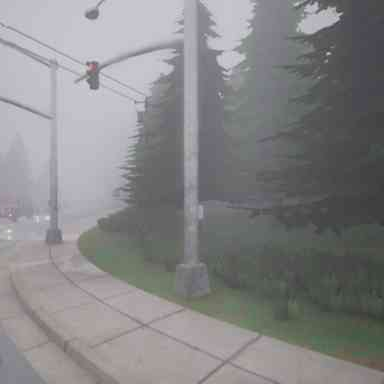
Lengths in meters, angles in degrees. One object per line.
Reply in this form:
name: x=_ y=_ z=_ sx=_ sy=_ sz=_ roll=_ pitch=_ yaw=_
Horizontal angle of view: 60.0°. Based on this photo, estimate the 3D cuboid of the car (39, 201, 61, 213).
car: x=-16.802 y=1.786 z=39.081 sx=2.128 sy=1.511 sz=4.902 roll=0 pitch=0 yaw=-6

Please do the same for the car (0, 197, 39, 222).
car: x=-15.682 y=1.456 z=28.991 sx=2.150 sy=2.045 sz=5.566 roll=0 pitch=0 yaw=-6
